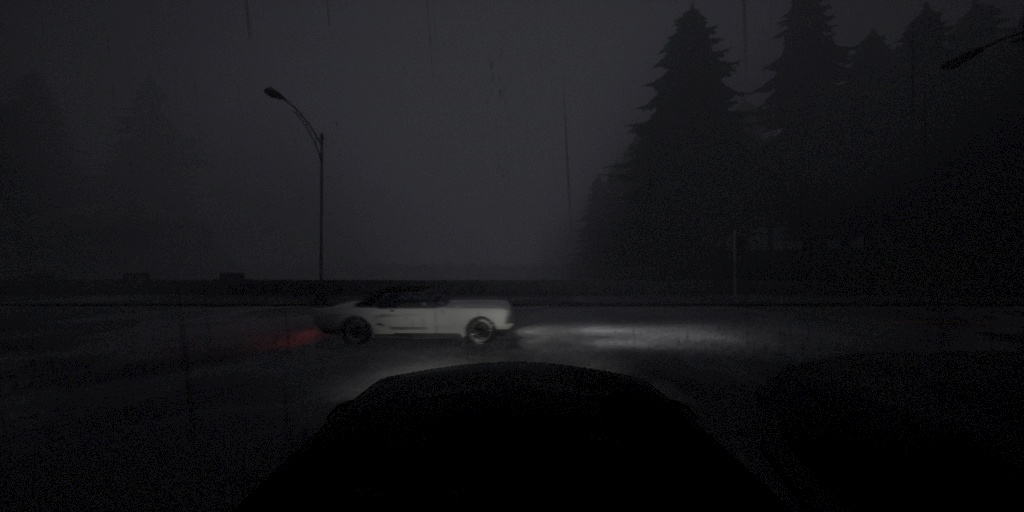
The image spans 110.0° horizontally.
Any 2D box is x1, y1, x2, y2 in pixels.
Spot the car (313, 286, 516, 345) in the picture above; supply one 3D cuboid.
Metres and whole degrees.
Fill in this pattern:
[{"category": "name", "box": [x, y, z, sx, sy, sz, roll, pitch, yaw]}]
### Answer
[{"category": "car", "box": [-2.262, 1.437, 9.184, 4.718, 1.301, 1.895, 0, -1, -1]}]
